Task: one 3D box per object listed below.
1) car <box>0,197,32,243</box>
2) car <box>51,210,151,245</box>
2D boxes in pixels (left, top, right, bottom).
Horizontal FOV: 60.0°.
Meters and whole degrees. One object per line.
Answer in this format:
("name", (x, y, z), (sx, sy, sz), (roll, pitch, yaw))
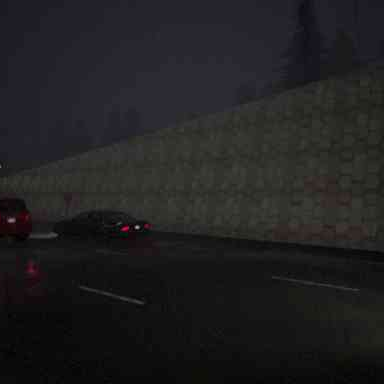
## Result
("car", (-9.486, 1.249, 15.054), (5.566, 2.045, 2.150), (0, 0, 35))
("car", (-4.389, 1.569, 15.717), (5.357, 1.411, 2.033), (0, 0, 35))
